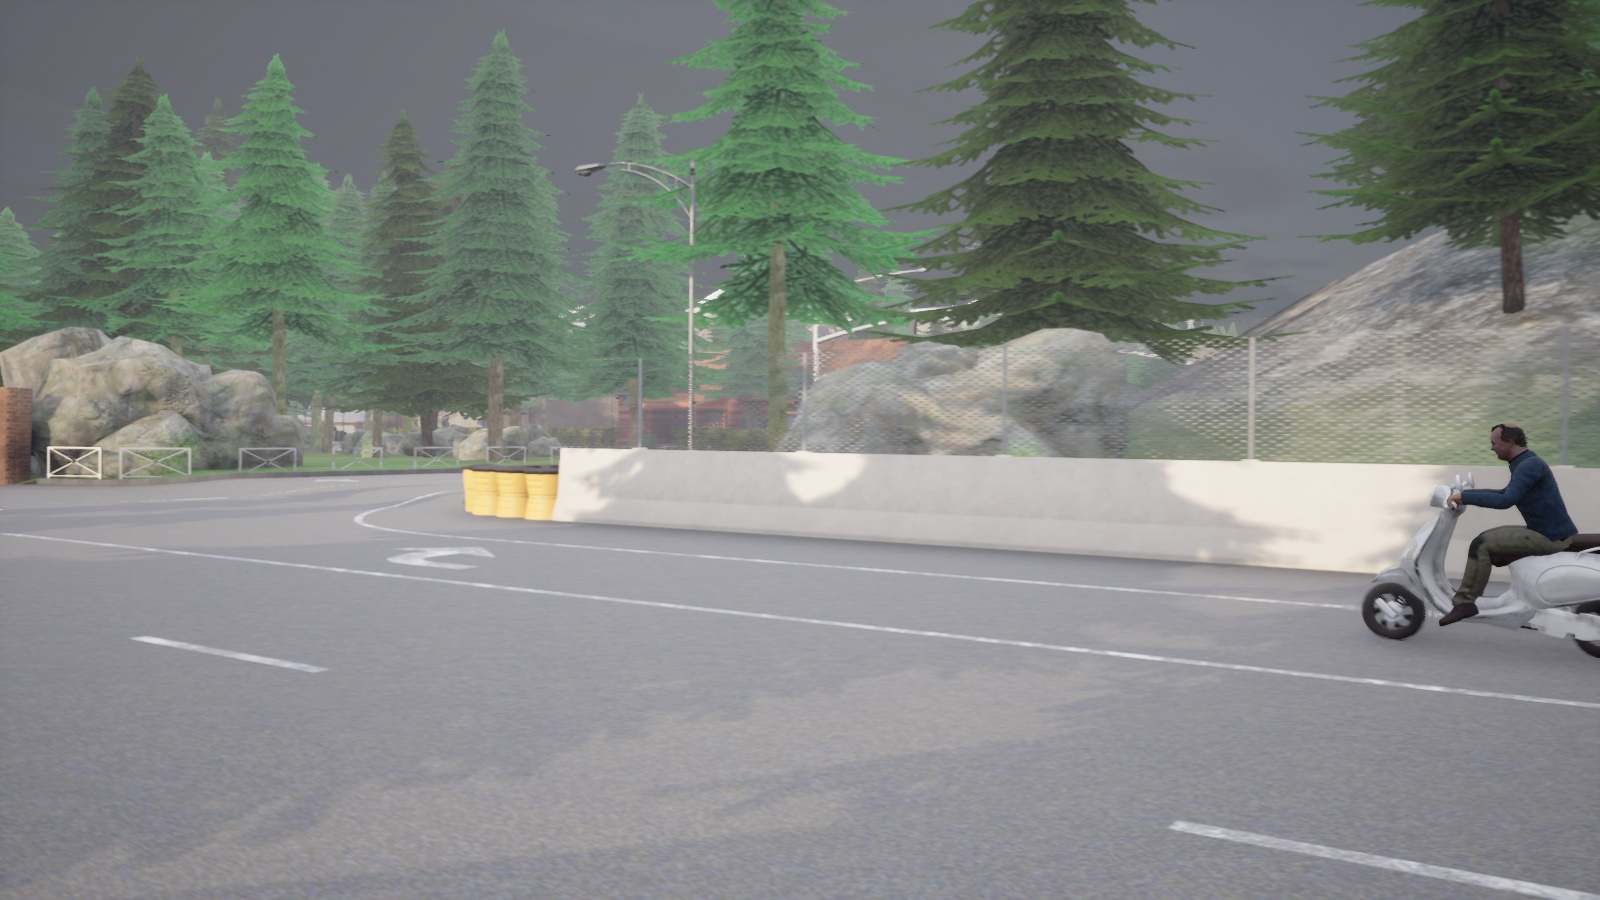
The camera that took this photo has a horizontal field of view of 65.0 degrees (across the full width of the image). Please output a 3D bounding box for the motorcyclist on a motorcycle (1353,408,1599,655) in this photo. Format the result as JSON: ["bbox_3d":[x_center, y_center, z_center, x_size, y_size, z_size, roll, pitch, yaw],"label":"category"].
[{"bbox_3d":[4.921,0.521,8.756,1.817,1.590,0.866,0,1,34],"label":"motorcyclist on a motorcycle"}]
